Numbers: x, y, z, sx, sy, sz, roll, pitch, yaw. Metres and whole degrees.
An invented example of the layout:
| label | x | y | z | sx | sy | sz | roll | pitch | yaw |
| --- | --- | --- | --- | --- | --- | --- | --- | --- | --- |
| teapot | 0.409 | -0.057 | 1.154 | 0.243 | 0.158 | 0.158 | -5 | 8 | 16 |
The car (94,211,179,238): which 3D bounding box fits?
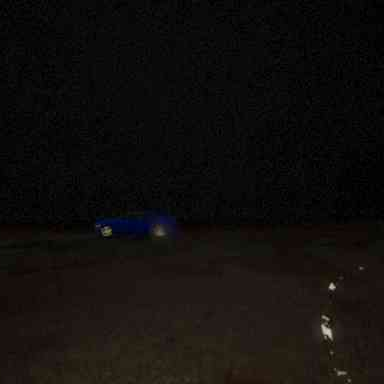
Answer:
| label | x | y | z | sx | sy | sz | roll | pitch | yaw |
| --- | --- | --- | --- | --- | --- | --- | --- | --- | --- |
| car | -3.267 | 1.888 | 19.861 | 5.008 | 1.535 | 1.882 | 0 | -3 | 0 |
